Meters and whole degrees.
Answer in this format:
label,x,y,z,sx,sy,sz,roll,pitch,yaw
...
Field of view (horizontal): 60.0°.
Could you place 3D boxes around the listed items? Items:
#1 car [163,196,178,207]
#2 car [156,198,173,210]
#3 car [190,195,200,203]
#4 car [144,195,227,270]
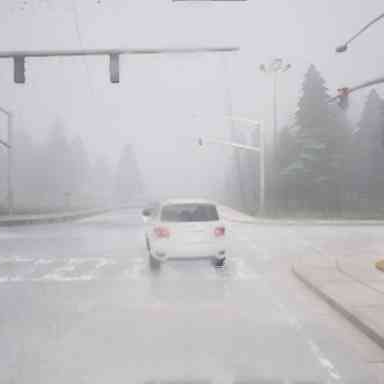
label,x,y,z,sx,sy,sz,roll,pitch,yaw
car,-3.438,1.499,53.981,2.128,1.511,4.902,0,0,1
car,-3.571,1.516,43.716,1.837,1.490,4.892,0,0,0
car,0.666,1.501,72.623,2.128,1.511,4.902,0,0,2
car,-0.412,1.229,11.305,2.150,2.045,5.566,0,0,-9
